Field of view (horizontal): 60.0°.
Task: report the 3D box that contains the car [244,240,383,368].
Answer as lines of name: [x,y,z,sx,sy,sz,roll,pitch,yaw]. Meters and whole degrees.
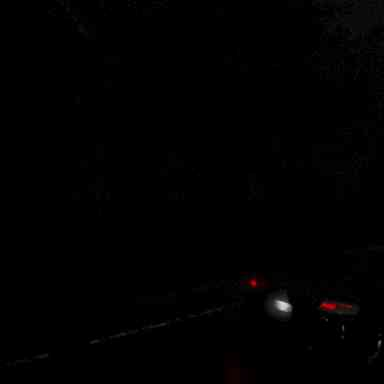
car: [2.908,1.568,5.820,4.181,1.385,1.994,0,0,-35]
